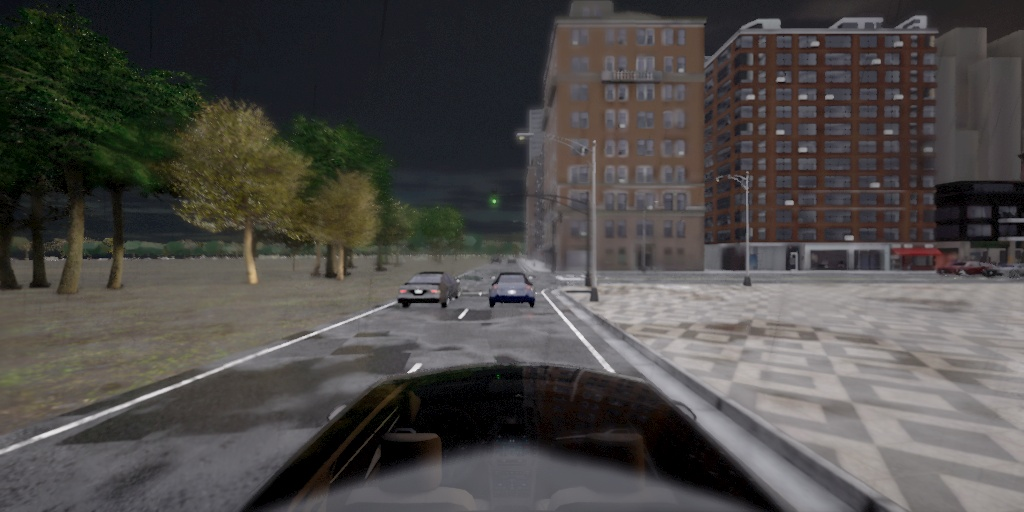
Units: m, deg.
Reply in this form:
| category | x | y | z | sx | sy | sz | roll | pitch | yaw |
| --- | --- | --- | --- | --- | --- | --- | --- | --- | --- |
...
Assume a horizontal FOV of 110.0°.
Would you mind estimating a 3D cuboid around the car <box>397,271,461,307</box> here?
| category | x | y | z | sx | sy | sz | roll | pitch | yaw |
| --- | --- | --- | --- | --- | --- | --- | --- | --- | --- |
| car | -3.498 | 1.391 | 15.941 | 2.033 | 1.411 | 5.357 | 0 | 0 | 0 |

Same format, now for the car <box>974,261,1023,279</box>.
| category | x | y | z | sx | sy | sz | roll | pitch | yaw |
| --- | --- | --- | --- | --- | --- | --- | --- | --- | --- |
| car | 47.033 | 1.393 | 33.671 | 4.181 | 1.385 | 1.994 | 0 | 0 | 1 |

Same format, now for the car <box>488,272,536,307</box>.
| category | x | y | z | sx | sy | sz | roll | pitch | yaw |
| --- | --- | --- | --- | --- | --- | --- | --- | --- | --- |
| car | 0.008 | 1.408 | 16.239 | 1.994 | 1.385 | 4.181 | 0 | 0 | 0 |

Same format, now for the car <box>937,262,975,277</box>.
| category | x | y | z | sx | sy | sz | roll | pitch | yaw |
| --- | --- | --- | --- | --- | --- | --- | --- | --- | --- |
| car | 46.932 | 1.302 | 36.923 | 5.008 | 1.535 | 1.882 | 0 | 0 | 1 |
